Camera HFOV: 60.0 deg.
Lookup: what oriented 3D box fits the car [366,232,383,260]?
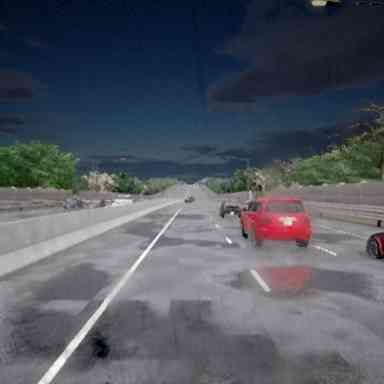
[{"bbox_3d":[7.098,1.596,9.974,1.994,1.385,4.181,0,0,0],"label":"car"}]

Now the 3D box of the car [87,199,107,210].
[{"bbox_3d":[-14.072,1.838,49.498,1.812,1.442,4.674,0,-1,0],"label":"car"}]

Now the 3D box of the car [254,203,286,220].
[{"bbox_3d":[7.098,1.755,30.744,1.895,1.301,4.718,0,0,0],"label":"car"}]

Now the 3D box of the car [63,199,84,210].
[{"bbox_3d":[-17.565,1.819,49.561,1.837,1.490,4.892,0,-1,0],"label":"car"}]

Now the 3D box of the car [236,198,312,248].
[{"bbox_3d":[3.599,1.280,15.177,2.150,2.045,5.566,0,0,0],"label":"car"}]

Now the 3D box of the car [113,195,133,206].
[{"bbox_3d":[-10.559,1.555,51.376,2.150,2.045,5.566,0,-1,0],"label":"car"}]

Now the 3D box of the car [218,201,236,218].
[{"bbox_3d":[3.599,1.668,32.202,1.837,1.490,4.892,0,0,0],"label":"car"}]

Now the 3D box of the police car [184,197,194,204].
[{"bbox_3d":[-1.054,2.312,90.087,1.930,1.638,5.238,0,-1,0],"label":"police car"}]
